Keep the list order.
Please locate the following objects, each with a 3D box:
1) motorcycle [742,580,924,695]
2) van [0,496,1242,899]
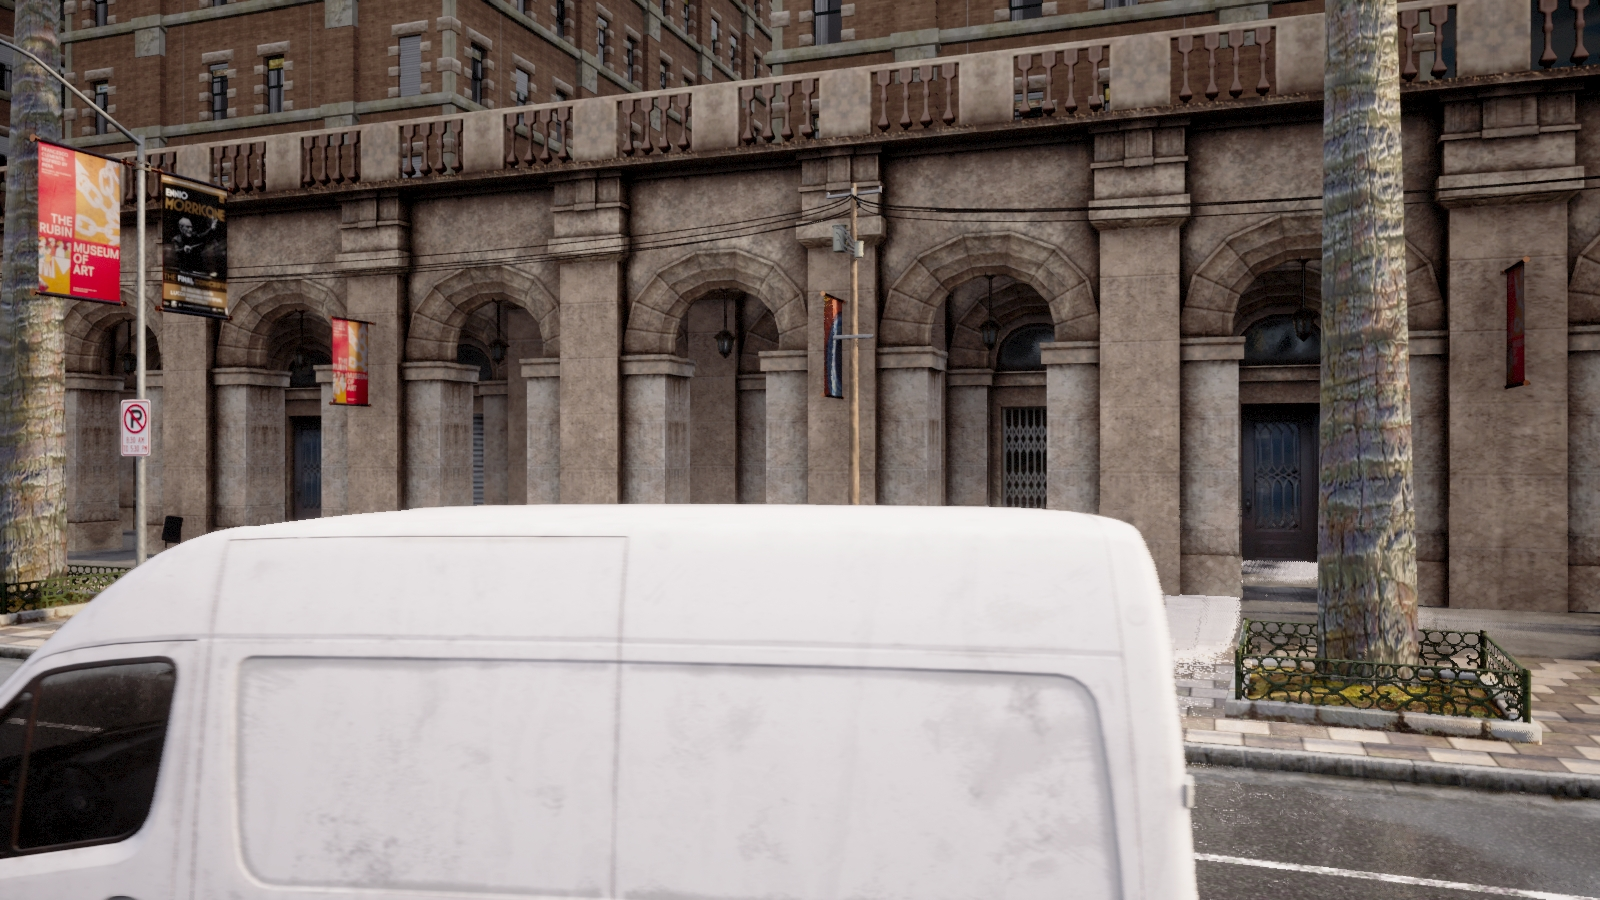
[{"bbox_3d":[0.395,2.215,13.714,2.033,1.145,0.803,0,0,20],"label":"motorcycle"},{"bbox_3d":[-1.446,1.536,4.869,5.915,2.561,1.988,0,0,8],"label":"van"}]
